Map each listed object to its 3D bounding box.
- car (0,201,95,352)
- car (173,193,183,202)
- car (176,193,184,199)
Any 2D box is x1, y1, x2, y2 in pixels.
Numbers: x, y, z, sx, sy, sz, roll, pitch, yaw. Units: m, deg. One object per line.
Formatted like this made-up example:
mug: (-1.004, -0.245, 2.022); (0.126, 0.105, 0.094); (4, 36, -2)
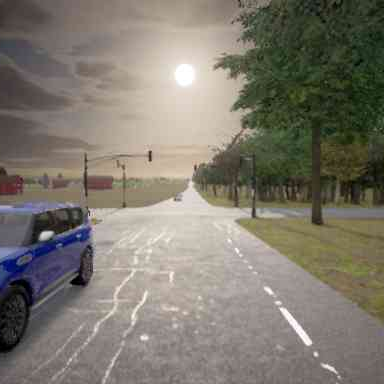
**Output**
car: (-3.597, 1.230, 6.532); (2.150, 2.045, 5.566); (0, 0, 0)
car: (-3.422, 1.507, 78.110); (2.033, 1.411, 5.357); (0, 0, 0)
car: (-3.376, 1.134, 93.711); (2.128, 1.511, 4.902); (0, 0, 0)
